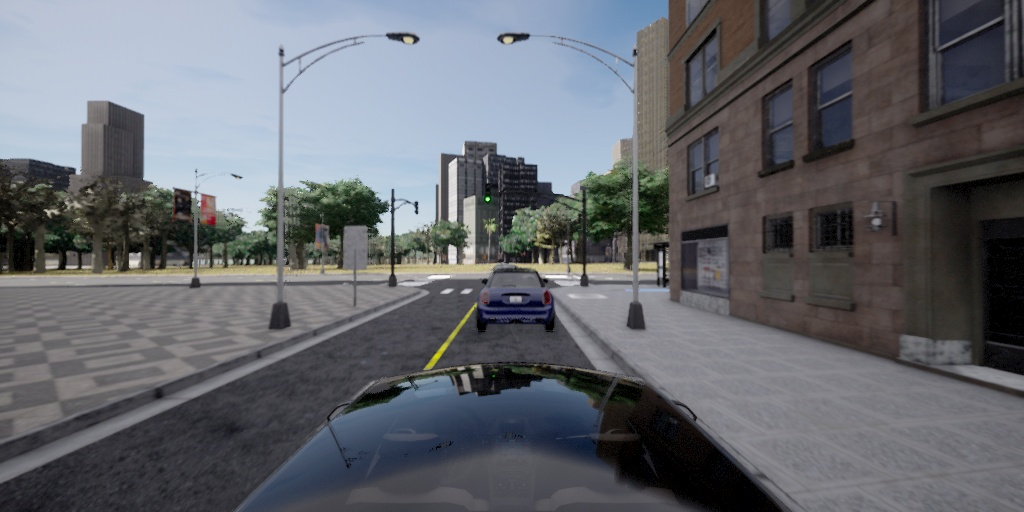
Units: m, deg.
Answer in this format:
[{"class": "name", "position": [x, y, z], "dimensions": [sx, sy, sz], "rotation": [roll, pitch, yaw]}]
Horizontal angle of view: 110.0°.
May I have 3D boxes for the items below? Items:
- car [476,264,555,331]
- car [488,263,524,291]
[{"class": "car", "position": [0.097, 1.133, 11.288], "dimensions": [2.097, 1.767, 4.553], "rotation": [0, 0, 0]}, {"class": "car", "position": [-0.512, 1.274, 23.725], "dimensions": [1.882, 1.535, 5.008], "rotation": [0, 0, -7]}]
